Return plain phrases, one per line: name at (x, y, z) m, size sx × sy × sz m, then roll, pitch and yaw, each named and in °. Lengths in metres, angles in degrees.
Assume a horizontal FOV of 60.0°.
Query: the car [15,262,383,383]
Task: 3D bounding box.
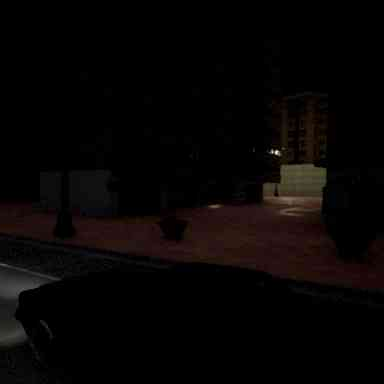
car at (-0.168, 1.594, 4.108) m, size 4.718 × 1.301 × 1.895 m, roll 0°, pitch 0°, yaw 35°
